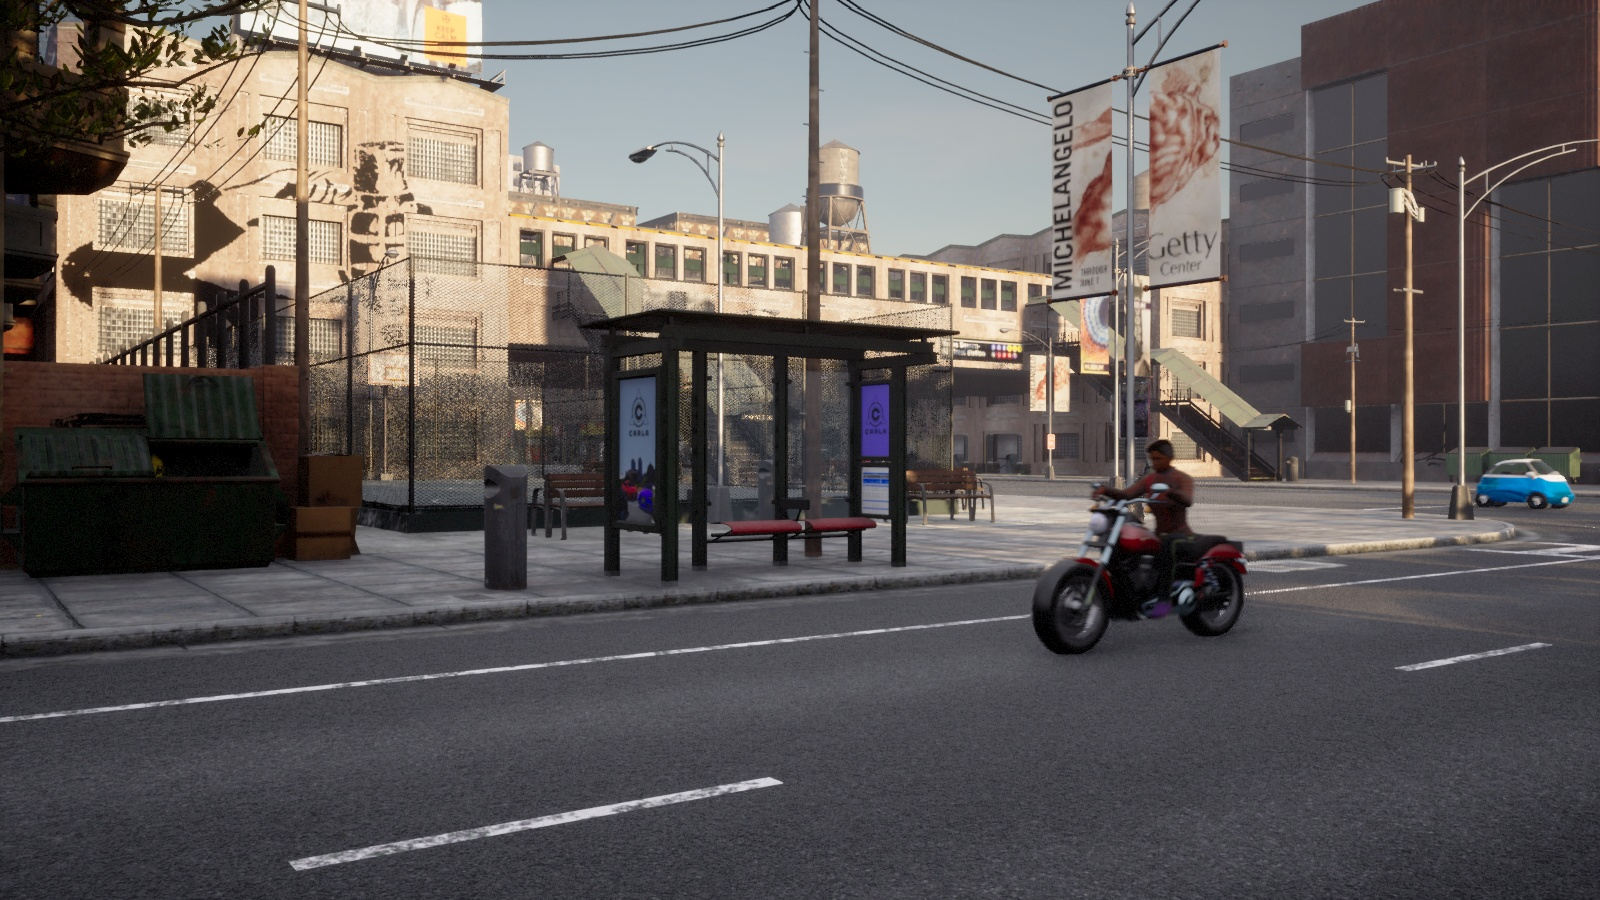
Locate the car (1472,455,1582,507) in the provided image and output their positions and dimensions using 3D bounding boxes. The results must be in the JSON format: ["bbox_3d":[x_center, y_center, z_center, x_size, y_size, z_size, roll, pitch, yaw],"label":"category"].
[{"bbox_3d":[19.989,0.842,34.567,1.481,1.376,2.207,0,-1,-34],"label":"car"}]

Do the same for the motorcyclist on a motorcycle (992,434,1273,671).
[{"bbox_3d":[2.622,0.713,9.753,2.350,1.649,0.766,0,0,-35],"label":"motorcyclist on a motorcycle"}]
